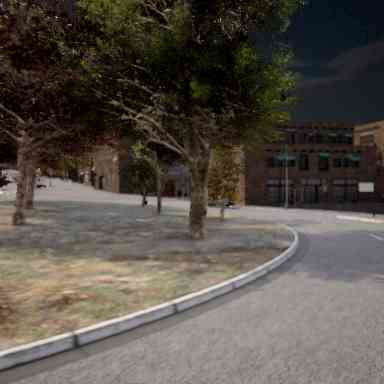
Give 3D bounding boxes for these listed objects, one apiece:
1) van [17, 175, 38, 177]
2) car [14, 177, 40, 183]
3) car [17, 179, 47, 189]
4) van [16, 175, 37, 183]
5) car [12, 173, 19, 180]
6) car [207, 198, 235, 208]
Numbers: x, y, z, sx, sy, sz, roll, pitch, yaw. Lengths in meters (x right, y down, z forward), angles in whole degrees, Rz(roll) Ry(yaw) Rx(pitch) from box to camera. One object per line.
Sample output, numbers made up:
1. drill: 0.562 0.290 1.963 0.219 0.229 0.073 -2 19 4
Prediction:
1. van: -37.353 -2.434 76.985 1.878 1.987 4.442 6 5 39
2. car: -35.997 -1.934 74.159 1.946 1.575 5.366 7 6 39
3. car: -32.779 -1.395 69.094 2.231 1.521 4.892 6 5 39
4. van: -42.163 -3.237 84.613 1.878 1.987 4.442 7 6 39
5. car: -38.993 -2.725 79.470 2.435 2.045 5.566 7 6 39
6. car: 2.853 1.161 41.917 5.357 1.411 2.033 3 2 44
